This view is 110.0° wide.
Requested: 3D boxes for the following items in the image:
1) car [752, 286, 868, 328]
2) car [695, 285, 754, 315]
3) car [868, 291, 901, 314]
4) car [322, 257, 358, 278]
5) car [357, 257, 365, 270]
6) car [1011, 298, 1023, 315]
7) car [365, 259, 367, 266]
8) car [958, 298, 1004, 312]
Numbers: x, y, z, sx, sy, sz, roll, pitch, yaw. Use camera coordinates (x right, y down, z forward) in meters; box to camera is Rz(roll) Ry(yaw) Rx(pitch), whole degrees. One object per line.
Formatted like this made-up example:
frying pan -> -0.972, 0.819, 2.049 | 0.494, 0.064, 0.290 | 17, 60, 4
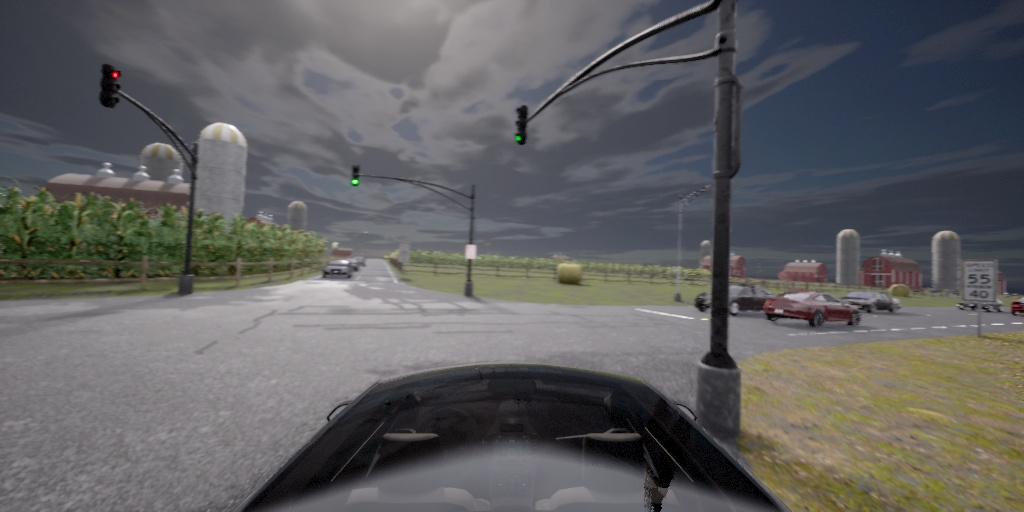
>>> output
car -> 13.022, 2.232, 15.622 | 4.674, 1.442, 1.812 | 4, -2, -24
car -> 11.959, 2.279, 19.091 | 4.892, 1.490, 1.837 | 4, -2, -24
car -> 24.500, 3.143, 24.711 | 5.357, 1.411, 2.033 | 4, -2, -24
car -> -13.854, 0.987, 28.794 | 1.994, 1.385, 4.181 | 3, -1, -19
car -> -18.049, 0.919, 40.205 | 2.033, 1.411, 5.357 | 3, -1, -20
car -> 42.402, 4.118, 28.897 | 5.008, 1.535, 1.882 | 4, -2, -25
car -> -23.395, 0.825, 54.987 | 1.837, 1.490, 4.892 | 3, -1, -20
car -> 43.440, 4.361, 33.223 | 4.892, 1.490, 1.837 | 4, -2, -24
